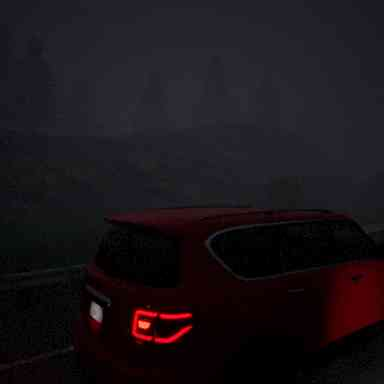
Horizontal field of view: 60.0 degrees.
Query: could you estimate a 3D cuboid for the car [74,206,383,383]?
[{"bbox_3d":[1.247,1.219,4.739,5.566,2.045,2.150,0,0,-37],"label":"car"}]
